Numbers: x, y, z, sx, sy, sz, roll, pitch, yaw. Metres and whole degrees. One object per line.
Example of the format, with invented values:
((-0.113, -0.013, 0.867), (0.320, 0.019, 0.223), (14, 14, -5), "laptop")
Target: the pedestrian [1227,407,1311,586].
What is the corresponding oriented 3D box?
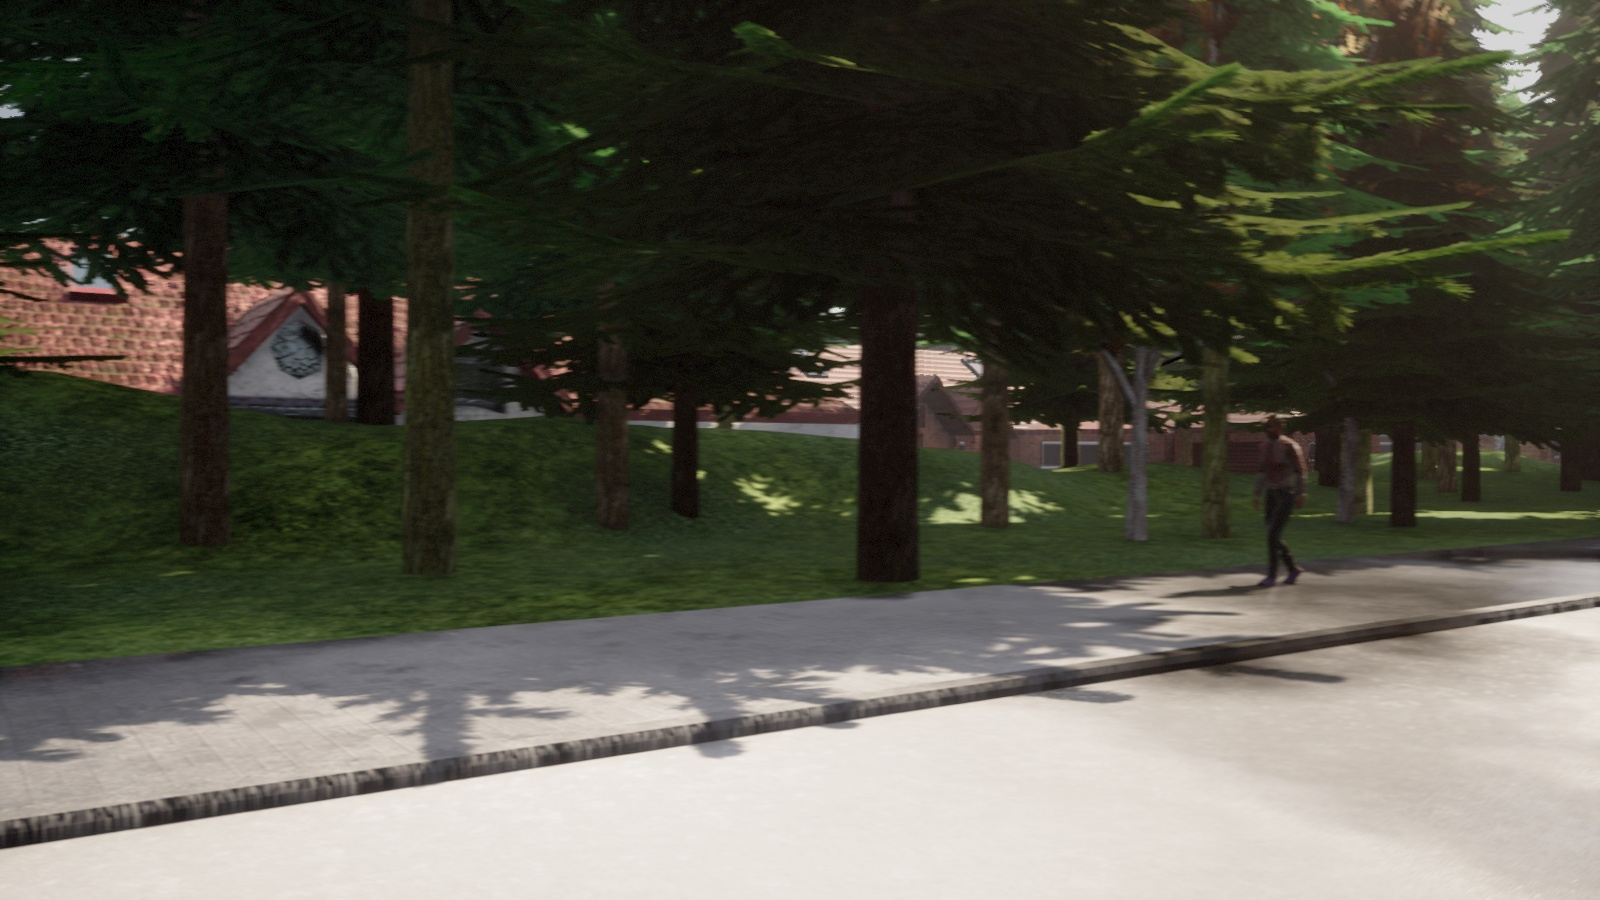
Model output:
((4.869, 0.468, 13.021), (0.869, 1.805, 0.328), (0, 0, -29), "pedestrian")
